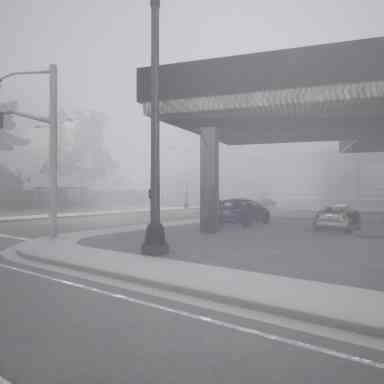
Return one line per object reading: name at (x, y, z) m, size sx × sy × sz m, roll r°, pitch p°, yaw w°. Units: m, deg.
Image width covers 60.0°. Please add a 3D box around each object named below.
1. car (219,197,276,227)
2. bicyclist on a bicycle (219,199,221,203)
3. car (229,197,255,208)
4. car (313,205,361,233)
car at (3.411, 1.295, 22.040) m, size 2.242 × 1.667 × 4.611 m, roll 0°, pitch 0°, yaw 37°
bicyclist on a bicycle at (2.531, 1.387, 29.695) m, size 0.582 × 1.620 × 1.656 m, roll 0°, pitch -9°, yaw -36°
car at (7.508, 1.505, 49.829) m, size 1.837 × 1.490 × 4.892 m, roll 0°, pitch 0°, yaw 36°
car at (8.485, 1.456, 19.241) m, size 1.970 × 1.475 × 3.806 m, roll 0°, pitch 0°, yaw 37°
